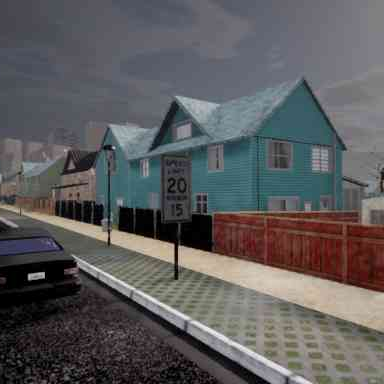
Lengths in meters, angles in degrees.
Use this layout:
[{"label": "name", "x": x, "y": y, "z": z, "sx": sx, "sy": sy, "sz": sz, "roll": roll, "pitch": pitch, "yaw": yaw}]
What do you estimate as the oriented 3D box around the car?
[{"label": "car", "x": -4.239, "y": 1.551, "z": 7.983, "sx": 2.033, "sy": 1.411, "sz": 5.357, "roll": 0, "pitch": 0, "yaw": -36}]
